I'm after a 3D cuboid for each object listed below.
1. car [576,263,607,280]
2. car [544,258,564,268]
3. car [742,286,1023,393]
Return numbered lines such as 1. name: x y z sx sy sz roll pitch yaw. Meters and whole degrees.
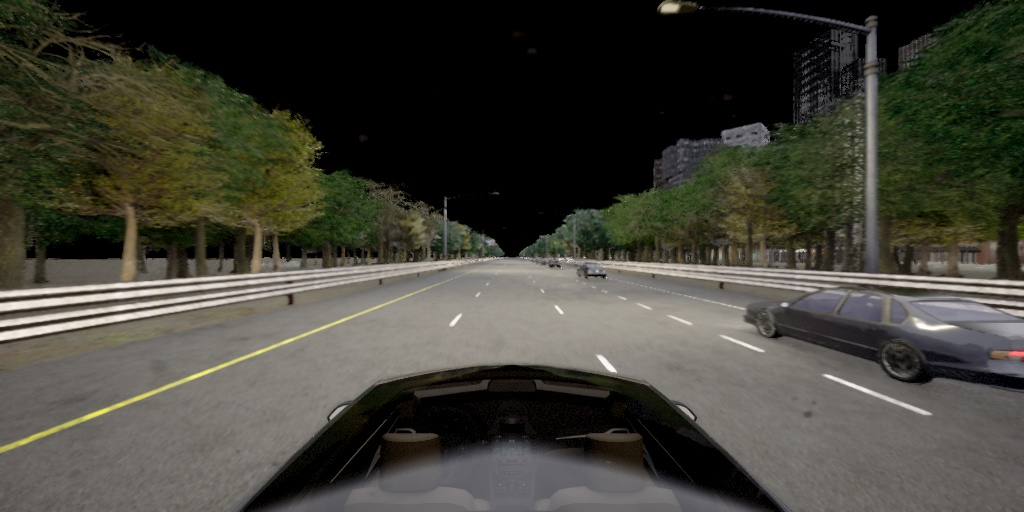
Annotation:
1. car: 7.001 1.316 31.944 2.033 1.411 5.357 0 0 0
2. car: 7.074 1.323 60.837 1.837 1.490 4.892 0 0 0
3. car: 6.998 1.299 6.985 2.033 1.411 5.357 0 0 0
